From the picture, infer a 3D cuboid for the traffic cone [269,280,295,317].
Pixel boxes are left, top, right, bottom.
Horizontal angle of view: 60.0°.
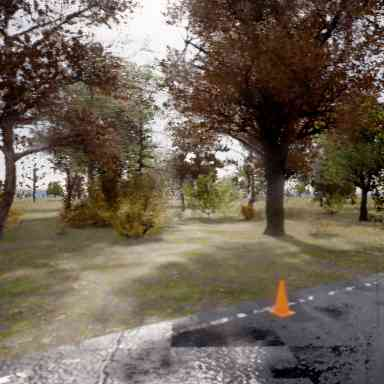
[{"bbox_3d":[1.671,1.934,6.153,0.340,0.580,0.340,0,0,-32],"label":"traffic cone"}]
